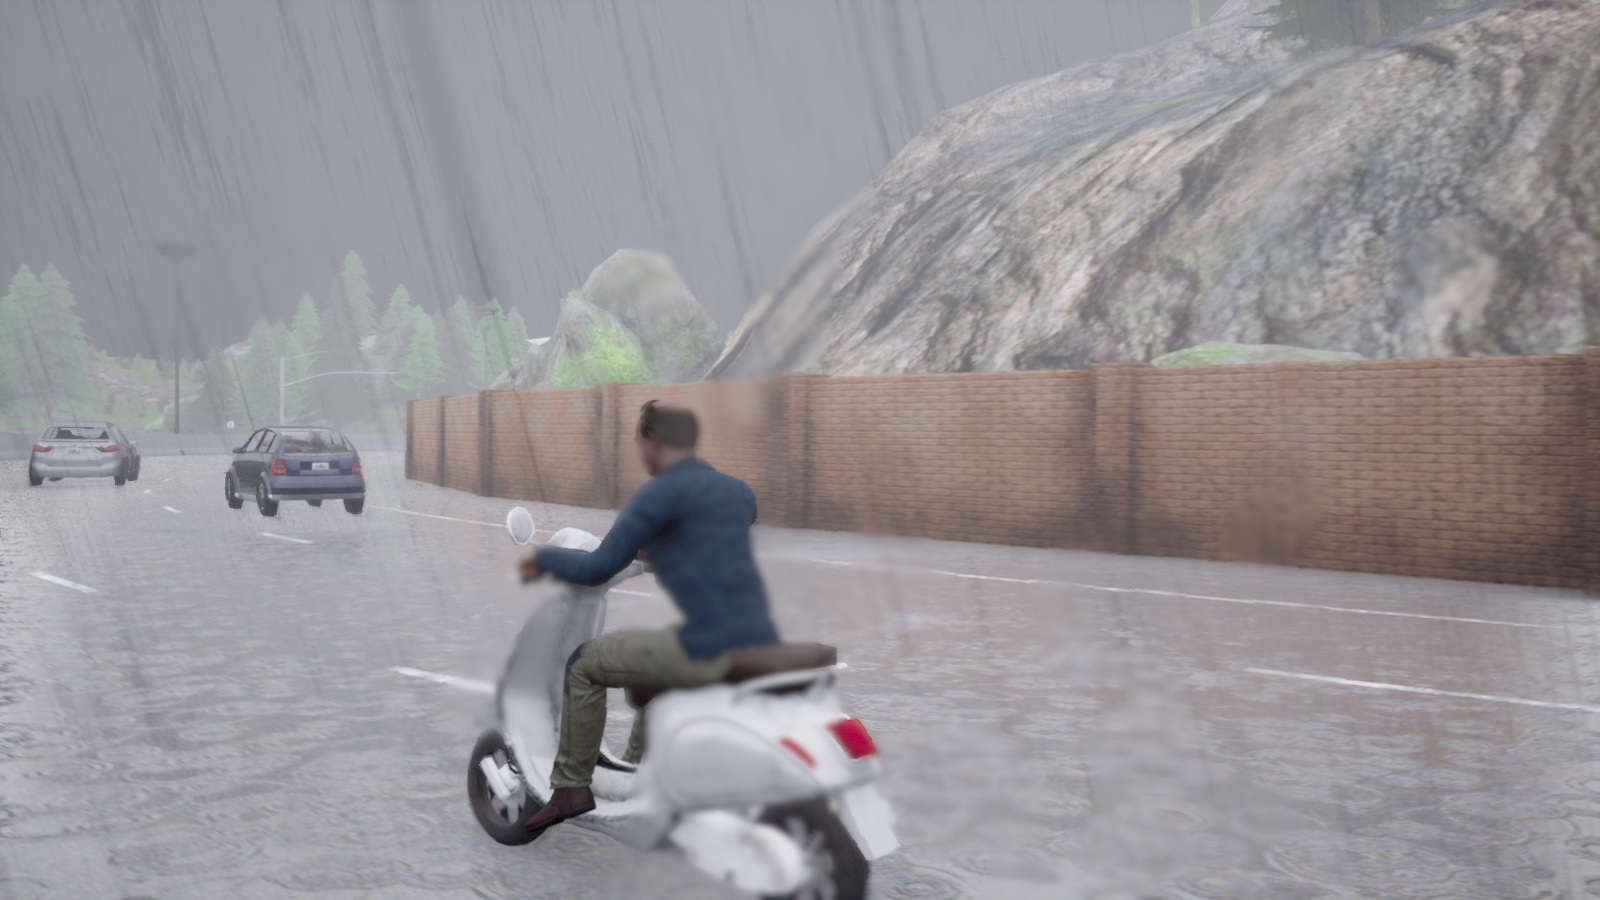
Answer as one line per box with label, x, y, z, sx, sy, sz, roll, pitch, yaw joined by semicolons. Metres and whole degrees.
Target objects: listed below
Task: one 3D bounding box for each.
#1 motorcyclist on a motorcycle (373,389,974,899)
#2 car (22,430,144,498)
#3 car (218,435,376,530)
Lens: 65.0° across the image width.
motorcyclist on a motorcycle;-0.455;0.641;4.060;1.817;1.590;0.866;0;0;36
car;-19.130;0.328;33.730;2.242;1.667;4.611;-1;1;-22
car;-9.178;0.514;22.761;1.789;1.549;3.705;-1;1;-36
